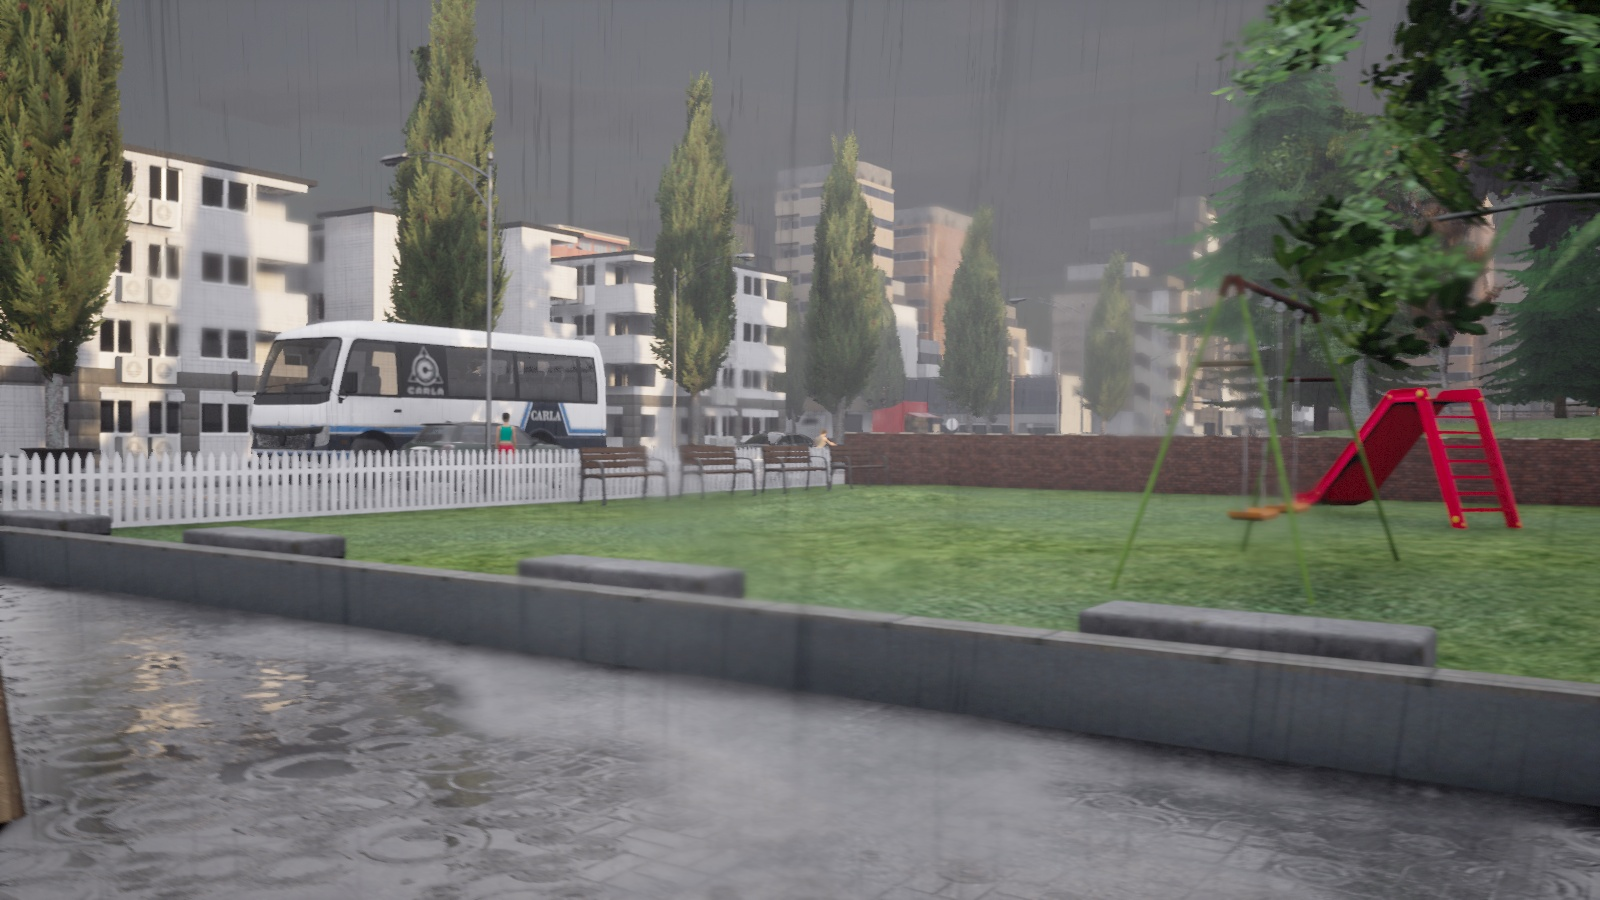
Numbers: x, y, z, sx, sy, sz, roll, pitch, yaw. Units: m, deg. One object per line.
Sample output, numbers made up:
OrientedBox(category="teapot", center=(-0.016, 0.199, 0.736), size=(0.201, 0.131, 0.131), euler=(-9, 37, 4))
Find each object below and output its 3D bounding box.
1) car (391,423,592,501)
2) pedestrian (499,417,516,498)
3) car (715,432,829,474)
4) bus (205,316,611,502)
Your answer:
OrientedBox(category="car", center=(-7.465, 0.237, 30.805), size=(2.097, 1.767, 4.553), euler=(0, 1, 34))
OrientedBox(category="pedestrian", center=(-6.735, 0.159, 28.899), size=(0.345, 1.836, 0.594), euler=(-1, 1, -13))
OrientedBox(category="car", center=(-0.989, 0.095, 47.715), size=(1.837, 1.490, 4.892), euler=(0, 1, 34))
OrientedBox(category="bus", center=(-10.106, -1.018, 34.049), size=(3.944, 4.253, 10.273), euler=(0, 1, 34))
